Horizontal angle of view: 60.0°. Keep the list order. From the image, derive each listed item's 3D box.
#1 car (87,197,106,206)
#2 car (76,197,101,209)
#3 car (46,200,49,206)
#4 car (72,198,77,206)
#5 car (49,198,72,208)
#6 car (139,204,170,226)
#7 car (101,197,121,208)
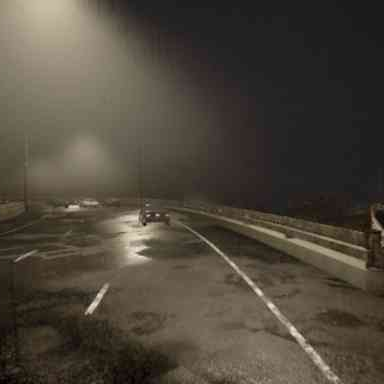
[{"bbox_3d":[-17.005,1.617,59.179,1.837,1.490,4.892,0,0,-34],"label":"car"},{"bbox_3d":[-15.174,1.699,48.684,1.895,1.301,4.718,0,0,-28],"label":"car"},{"bbox_3d":[-22.857,1.674,55.327,1.812,1.442,4.674,0,0,-34],"label":"car"},{"bbox_3d":[-20.012,1.730,57.386,1.895,1.301,4.718,0,0,-34],"label":"car"},{"bbox_3d":[-19.587,1.691,49.616,1.994,1.385,4.181,0,0,-28],"label":"car"},{"bbox_3d":[-2.760,1.565,23.975,2.033,1.411,5.357,0,0,-13],"label":"car"},{"bbox_3d":[-12.250,1.643,50.630,1.994,1.385,4.181,0,0,-28],"label":"car"}]
